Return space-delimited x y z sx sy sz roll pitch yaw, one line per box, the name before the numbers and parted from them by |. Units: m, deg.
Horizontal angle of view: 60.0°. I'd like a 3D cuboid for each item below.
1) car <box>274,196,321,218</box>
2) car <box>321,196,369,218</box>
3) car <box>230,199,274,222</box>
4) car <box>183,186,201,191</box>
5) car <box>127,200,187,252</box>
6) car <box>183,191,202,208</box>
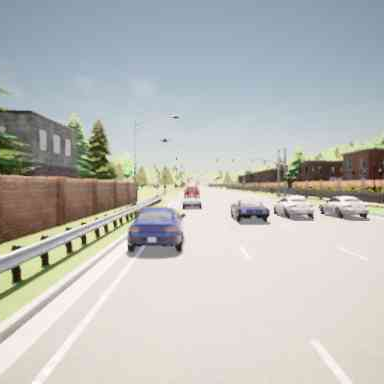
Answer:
car | 7.092 1.009 23.430 1.812 1.442 4.674 0 1 0
car | 10.592 1.011 23.383 1.812 1.442 4.674 0 1 0
car | 3.602 1.126 21.515 1.895 1.301 4.718 0 1 0
car | 0.012 0.238 44.828 2.150 2.045 5.566 0 1 0
car | -1.223 1.250 12.460 1.812 1.442 4.674 0 1 0
car | 0.040 0.883 32.642 1.895 1.301 4.718 0 1 1
